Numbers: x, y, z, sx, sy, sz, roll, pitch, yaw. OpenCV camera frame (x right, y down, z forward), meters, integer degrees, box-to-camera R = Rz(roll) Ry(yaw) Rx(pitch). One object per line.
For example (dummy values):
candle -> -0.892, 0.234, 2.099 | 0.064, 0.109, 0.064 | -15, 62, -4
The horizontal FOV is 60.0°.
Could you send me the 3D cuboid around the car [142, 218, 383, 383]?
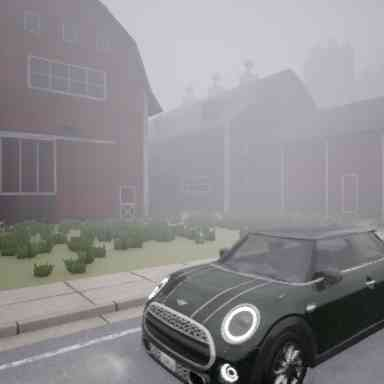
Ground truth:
car -> 1.506, 1.352, 5.192 | 4.553, 1.767, 2.097 | 0, 0, -37
